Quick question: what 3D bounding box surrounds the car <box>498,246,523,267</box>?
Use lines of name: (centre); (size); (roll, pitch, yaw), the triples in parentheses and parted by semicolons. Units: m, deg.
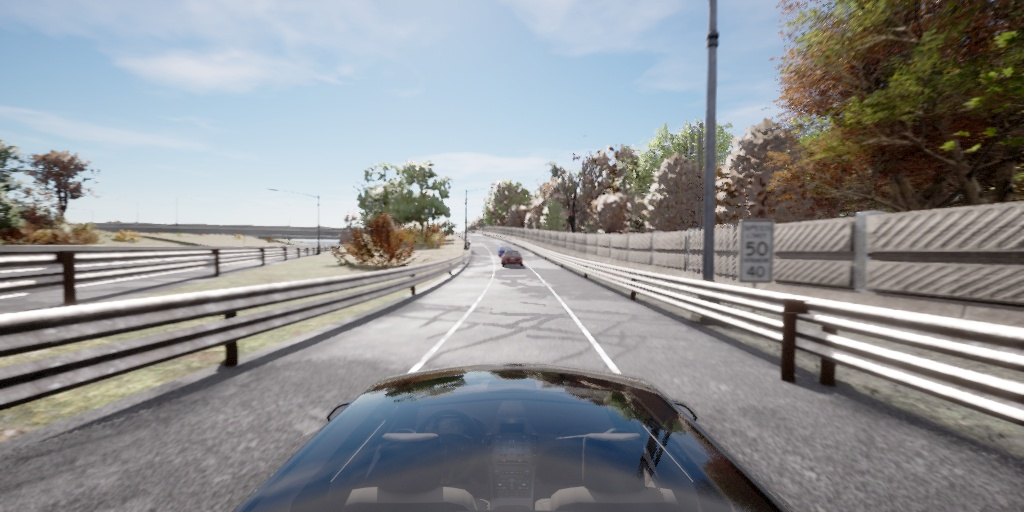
car: (-0.060, 0.120, 37.388); (2.097, 1.767, 4.553); (1, 3, -4)
